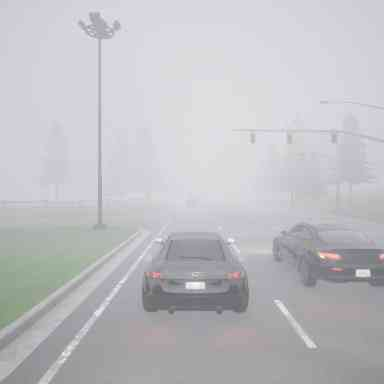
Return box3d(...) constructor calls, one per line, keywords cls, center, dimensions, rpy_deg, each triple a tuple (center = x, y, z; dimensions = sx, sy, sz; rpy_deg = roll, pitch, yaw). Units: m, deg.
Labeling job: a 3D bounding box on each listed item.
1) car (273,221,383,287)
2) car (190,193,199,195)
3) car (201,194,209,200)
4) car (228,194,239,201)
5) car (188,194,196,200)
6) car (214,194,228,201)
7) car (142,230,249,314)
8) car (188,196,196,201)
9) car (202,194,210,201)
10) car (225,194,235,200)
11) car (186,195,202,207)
box3d(cls="car", center=(3.581, 1.526, 9.233), dimensions=(1.812, 1.442, 4.674), rpy_deg=(0, 0, 0))
box3d(cls="car", center=(0.429, 1.223, 66.006), dimensions=(2.150, 2.045, 5.566), rpy_deg=(0, 0, 0))
box3d(cls="car", center=(3.520, 1.358, 92.169), dimensions=(2.128, 1.511, 4.902), rpy_deg=(0, 0, 0))
box3d(cls="car", center=(10.518, 1.517, 82.164), dimensions=(1.812, 1.442, 4.674), rpy_deg=(0, 0, 0))
box3d(cls="car", center=(0.020, 1.358, 92.170), dimensions=(2.128, 1.511, 4.902), rpy_deg=(0, 0, 0))
box3d(cls="car", center=(7.018, 1.517, 82.165), dimensions=(1.812, 1.442, 4.674), rpy_deg=(0, 0, 0))
box3d(cls="car", center=(0.072, 1.564, 7.687), dimensions=(1.994, 1.385, 4.181), rpy_deg=(0, 0, 0))
box3d(cls="car", center=(0.018, 1.588, 82.197), dimensions=(1.895, 1.301, 4.718), rpy_deg=(0, 0, 0))
box3d(cls="car", center=(3.518, 1.545, 82.166), dimensions=(1.994, 1.385, 4.181), rpy_deg=(0, 0, 0))
box3d(cls="car", center=(10.520, 1.372, 92.168), dimensions=(2.033, 1.411, 5.357), rpy_deg=(0, 0, 0))
box3d(cls="car", center=(0.011, 1.548, 51.130), dimensions=(2.033, 1.411, 5.357), rpy_deg=(0, 0, 0))
